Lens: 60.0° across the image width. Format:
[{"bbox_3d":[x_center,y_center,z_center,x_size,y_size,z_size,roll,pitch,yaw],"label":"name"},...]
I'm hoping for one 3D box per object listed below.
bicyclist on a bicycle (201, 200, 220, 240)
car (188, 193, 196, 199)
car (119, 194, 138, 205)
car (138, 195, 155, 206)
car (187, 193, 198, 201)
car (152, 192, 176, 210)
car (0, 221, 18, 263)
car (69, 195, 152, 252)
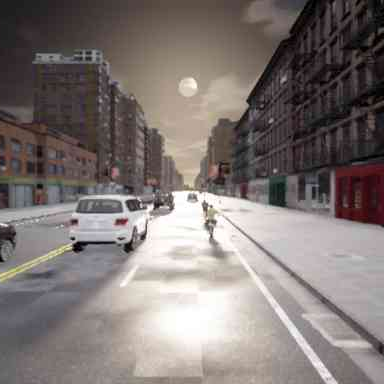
[{"bbox_3d":[0.911,1.344,15.461,0.866,1.612,1.509,0,0,0],"label":"bicyclist on a bicycle"},{"bbox_3d":[0.001,0.974,83.294,2.128,1.511,4.902,0,0,0],"label":"car"},{"bbox_3d":[-9.807,1.150,51.498,1.882,1.535,5.008,0,0,0],"label":"car"},{"bbox_3d":[-6.567,1.196,48.857,1.837,1.490,4.892,0,0,0],"label":"car"},{"bbox_3d":[0.081,0.910,67.809,2.097,1.767,4.553,0,0,0],"label":"car"},{"bbox_3d":[-3.150,0.983,38.433,2.150,2.045,5.566,0,0,0],"label":"car"},{"bbox_3d":[-6.600,1.439,8.883,2.128,1.511,4.902,0,0,0],"label":"car"},{"bbox_3d":[-3.149,1.140,13.612,2.150,2.045,5.566,0,0,0],"label":"car"}]
